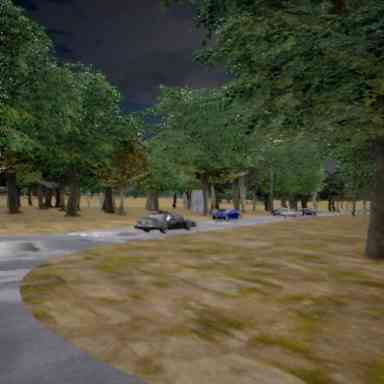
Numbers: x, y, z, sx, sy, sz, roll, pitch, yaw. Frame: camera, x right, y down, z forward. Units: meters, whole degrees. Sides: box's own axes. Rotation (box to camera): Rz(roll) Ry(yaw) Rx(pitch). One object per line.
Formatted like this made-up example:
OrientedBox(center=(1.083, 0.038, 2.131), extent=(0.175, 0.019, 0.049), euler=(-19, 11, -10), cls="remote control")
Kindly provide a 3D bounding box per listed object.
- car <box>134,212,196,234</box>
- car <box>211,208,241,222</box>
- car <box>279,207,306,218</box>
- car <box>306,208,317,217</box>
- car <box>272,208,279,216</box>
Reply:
OrientedBox(center=(-1.844, 2.178, 24.093), extent=(2.033, 1.411, 5.357), euler=(-1, -2, 33), cls="car")
OrientedBox(center=(4.048, 2.606, 38.806), extent=(1.882, 1.535, 5.008), euler=(-1, -2, 33), cls="car")
OrientedBox(center=(15.118, 3.228, 50.053), extent=(1.895, 1.301, 4.718), euler=(-1, -2, 34), cls="car")
OrientedBox(center=(20.561, 3.514, 58.474), extent=(1.837, 1.490, 4.892), euler=(-1, -3, 33), cls="car")
OrientedBox(center=(14.848, 3.346, 55.202), extent=(1.837, 1.490, 4.892), euler=(-1, -3, 33), cls="car")
